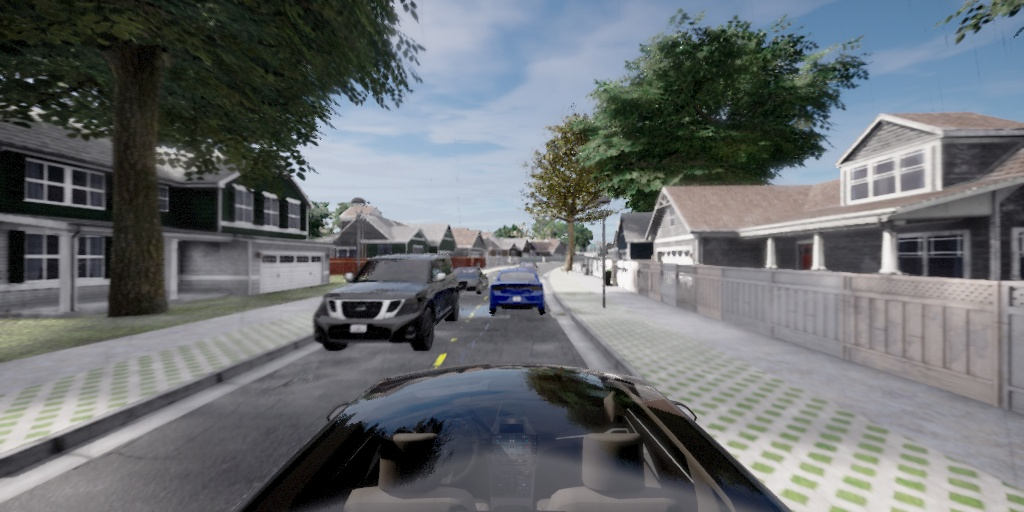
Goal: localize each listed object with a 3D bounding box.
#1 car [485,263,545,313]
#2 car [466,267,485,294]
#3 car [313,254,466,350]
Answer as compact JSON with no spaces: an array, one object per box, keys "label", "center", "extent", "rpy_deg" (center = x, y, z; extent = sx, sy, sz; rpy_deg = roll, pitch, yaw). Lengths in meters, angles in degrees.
[{"label":"car","center":[0.219,1.208,13.855],"extent":[1.882,1.535,5.008],"rpy_deg":[0,0,1]},{"label":"car","center":[-2.471,1.285,19.644],"extent":[1.994,1.385,4.181],"rpy_deg":[0,0,3]},{"label":"car","center":[-2.770,0.957,9.359],"extent":[2.150,2.045,5.566],"rpy_deg":[0,1,1]}]
